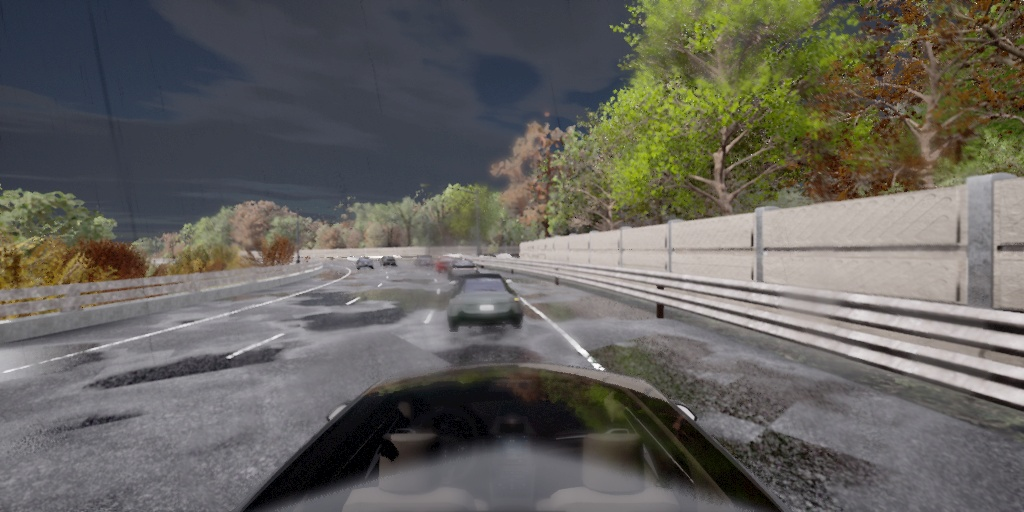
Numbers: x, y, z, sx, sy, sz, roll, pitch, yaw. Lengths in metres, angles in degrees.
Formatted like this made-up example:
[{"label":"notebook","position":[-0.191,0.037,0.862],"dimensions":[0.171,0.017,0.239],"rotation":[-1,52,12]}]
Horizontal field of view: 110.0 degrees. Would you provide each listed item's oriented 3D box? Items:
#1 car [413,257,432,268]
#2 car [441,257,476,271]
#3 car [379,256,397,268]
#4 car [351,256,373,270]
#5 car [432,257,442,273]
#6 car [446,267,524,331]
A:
[{"label":"car","position":[-11.481,0.810,46.480],"dimensions":[2.033,1.411,5.357],"rotation":[-1,1,-26]},{"label":"car","position":[-3.369,0.972,23.986],"dimensions":[2.128,1.511,4.902],"rotation":[-1,1,-13]},{"label":"car","position":[-17.436,0.799,50.253],"dimensions":[1.837,1.490,4.892],"rotation":[-1,1,-28]},{"label":"car","position":[-18.748,0.934,45.417],"dimensions":[2.033,1.411,5.357],"rotation":[-1,1,-27]},{"label":"car","position":[-6.475,0.835,35.203],"dimensions":[1.882,1.535,5.008],"rotation":[-1,1,-17]},{"label":"car","position":[-0.894,1.205,10.738],"dimensions":[1.994,1.385,4.181],"rotation":[-1,1,-8]}]
